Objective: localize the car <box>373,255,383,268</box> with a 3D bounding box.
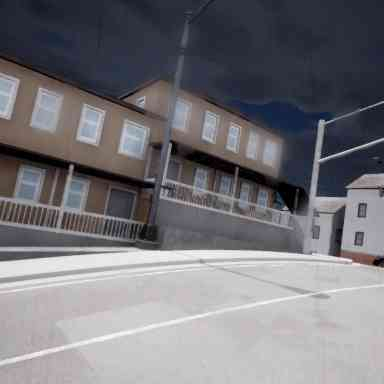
[{"bbox_3d":[17.870,5.695,27.008,2.150,2.045,5.566,15,-13,-34],"label":"car"}]
